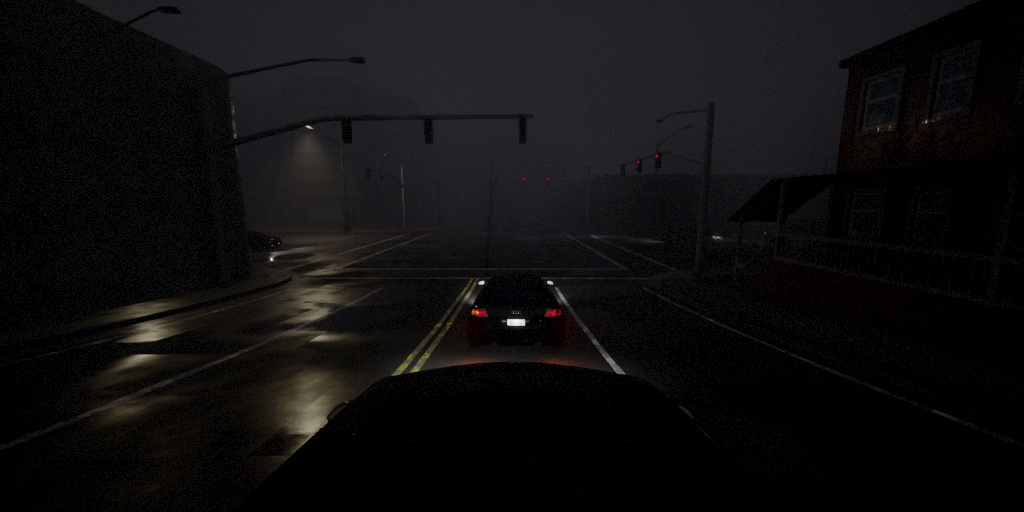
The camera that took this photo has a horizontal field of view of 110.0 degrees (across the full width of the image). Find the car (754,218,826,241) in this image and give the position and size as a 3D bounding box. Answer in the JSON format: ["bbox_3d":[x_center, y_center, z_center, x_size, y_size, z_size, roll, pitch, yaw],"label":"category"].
[{"bbox_3d":[26.667,-2.498,33.773,5.566,2.045,2.150,0,8,1],"label":"car"}]

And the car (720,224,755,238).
[{"bbox_3d":[23.767,-2.673,37.305,4.181,1.385,1.994,0,8,1],"label":"car"}]

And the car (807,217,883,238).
[{"bbox_3d":[34.366,-3.003,37.180,5.566,2.045,2.150,0,8,1],"label":"car"}]

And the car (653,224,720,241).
[{"bbox_3d":[16.400,-2.223,33.883,4.892,1.490,1.837,0,8,0],"label":"car"}]

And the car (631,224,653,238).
[{"bbox_3d":[14.959,-2.641,37.382,4.718,1.301,1.895,0,8,1],"label":"car"}]

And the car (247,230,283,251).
[{"bbox_3d":[-19.960,-1.188,26.979,4.892,1.490,1.837,0,8,1],"label":"car"}]

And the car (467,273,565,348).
[{"bbox_3d":[0.093,1.090,8.695,1.994,1.385,4.181,0,3,0],"label":"car"}]
